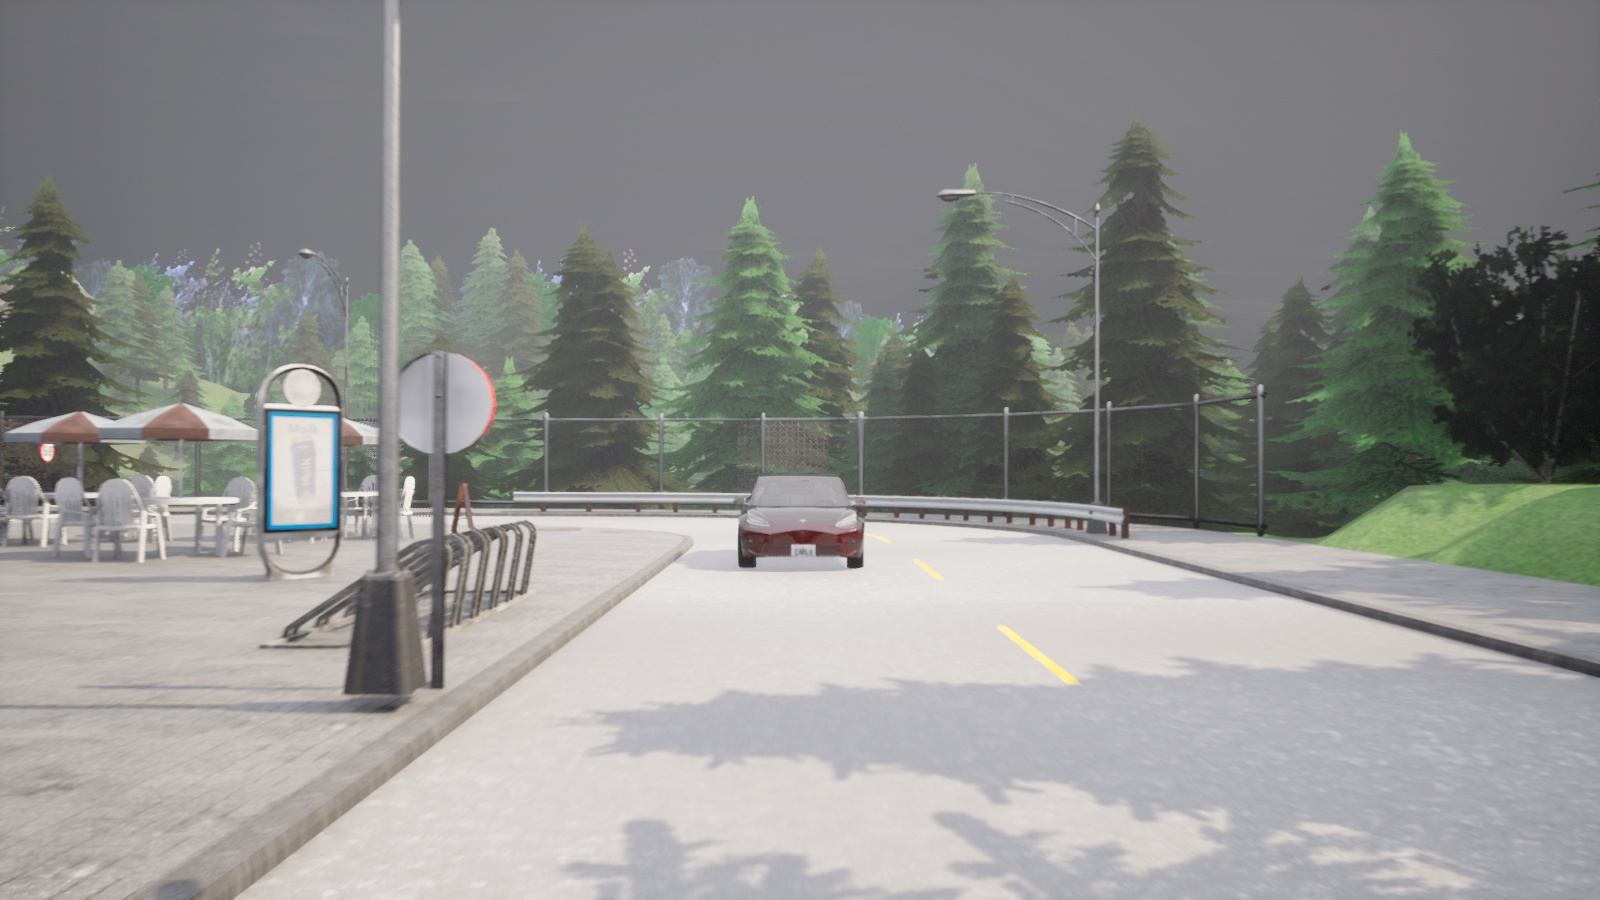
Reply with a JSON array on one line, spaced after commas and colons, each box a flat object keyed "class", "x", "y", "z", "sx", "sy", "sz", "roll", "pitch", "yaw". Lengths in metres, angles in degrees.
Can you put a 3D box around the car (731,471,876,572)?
[{"class": "car", "x": -0.016, "y": 1.106, "z": 21.108, "sx": 2.163, "sy": 1.488, "sz": 4.792, "roll": 0, "pitch": -1, "yaw": -2}]
